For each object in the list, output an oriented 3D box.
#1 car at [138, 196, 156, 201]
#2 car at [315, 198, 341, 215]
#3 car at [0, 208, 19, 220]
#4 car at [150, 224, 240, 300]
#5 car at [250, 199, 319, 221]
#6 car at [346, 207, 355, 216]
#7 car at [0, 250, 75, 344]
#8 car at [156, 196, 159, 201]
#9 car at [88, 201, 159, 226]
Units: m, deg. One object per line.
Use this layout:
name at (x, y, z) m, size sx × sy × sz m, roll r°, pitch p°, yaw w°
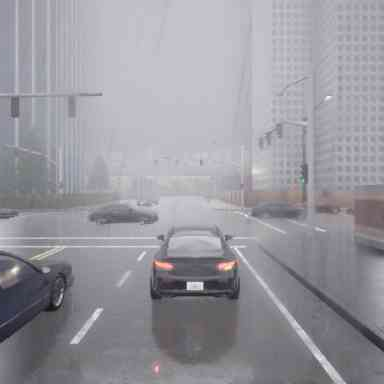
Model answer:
car at (-7.147, 1.491, 50.240) m, size 2.128 × 1.511 × 4.902 m, roll 0°, pitch 0°, yaw 0°
car at (12.378, 1.352, 33.492) m, size 4.553 × 1.767 × 2.097 m, roll 0°, pitch 0°, yaw 0°
car at (-16.782, 1.547, 26.332) m, size 5.357 × 1.411 × 2.033 m, roll 0°, pitch 0°, yaw -7°
car at (0.069, 1.526, 8.286) m, size 1.812 × 1.442 × 4.674 m, roll 0°, pitch 0°, yaw 0°
car at (7.067, 1.505, 26.276) m, size 4.892 × 1.490 × 1.837 m, roll 0°, pitch 0°, yaw 0°
car at (16.852, 1.547, 29.974) m, size 5.357 × 1.411 × 2.033 m, roll 0°, pitch 0°, yaw 0°
car at (-3.446, 1.547, 4.690) m, size 2.033 × 1.411 × 5.357 m, roll 0°, pitch 0°, yaw 0°
car at (-7.132, 1.491, 60.301) m, size 2.128 × 1.511 × 4.902 m, roll 0°, pitch 0°, yaw 0°
car at (-4.613, 1.526, 22.618) m, size 4.674 × 1.442 × 1.812 m, roll 0°, pitch 0°, yaw -1°
